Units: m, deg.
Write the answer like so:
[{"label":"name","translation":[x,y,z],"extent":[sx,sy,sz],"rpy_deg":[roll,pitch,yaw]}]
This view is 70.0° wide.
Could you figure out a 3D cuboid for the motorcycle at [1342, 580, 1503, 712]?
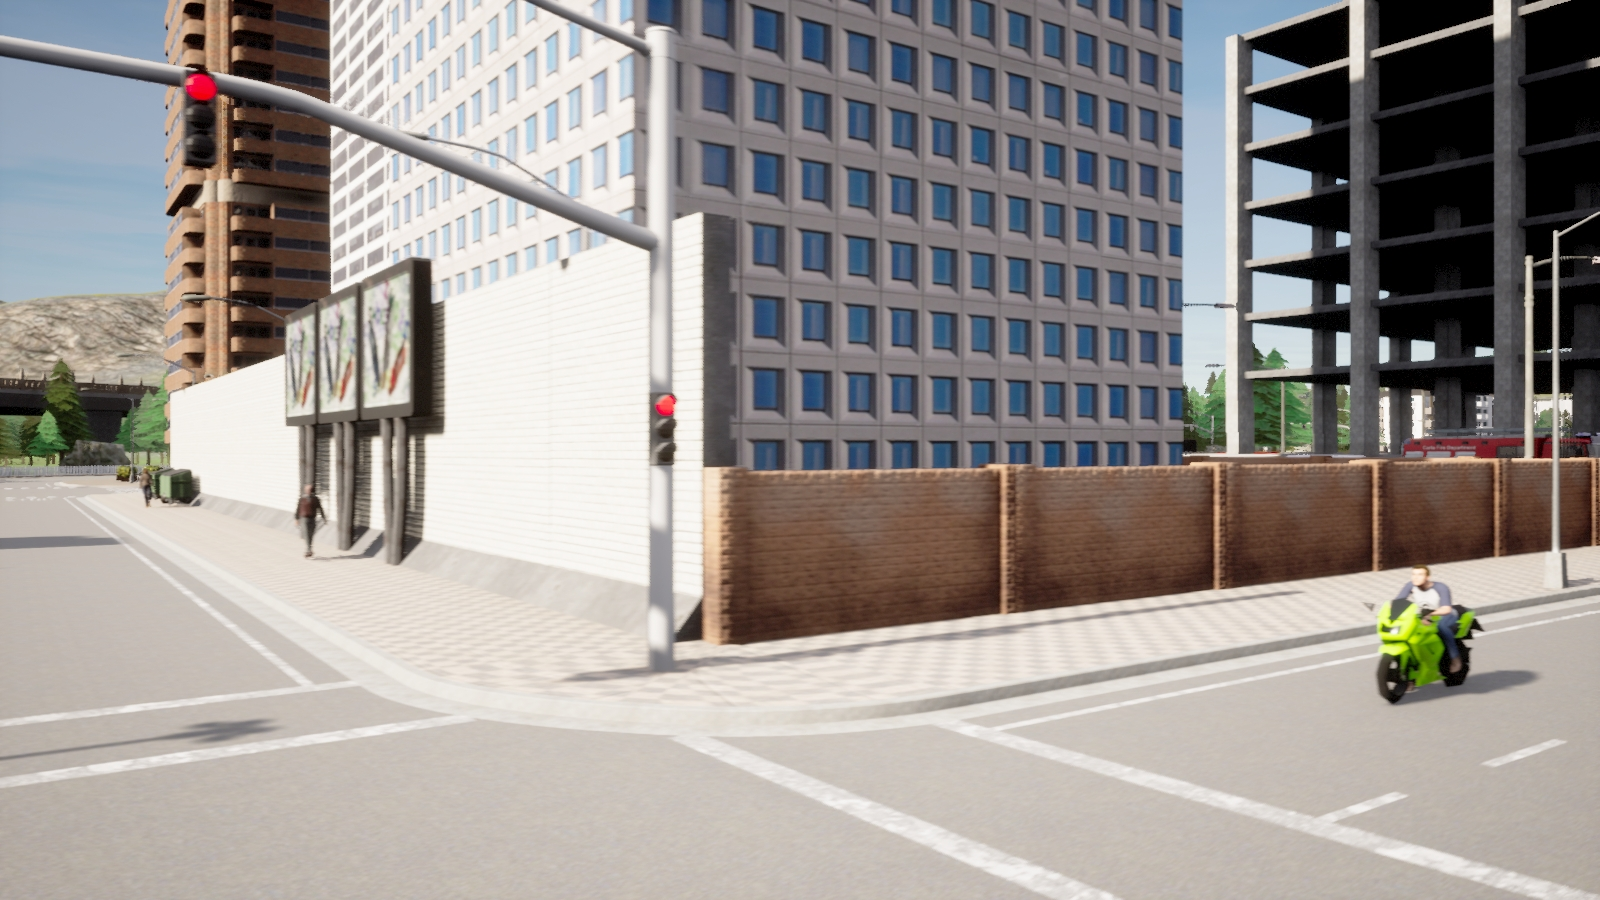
[{"label":"motorcycle","translation":[7.131,2.183,13.053],"extent":[2.033,1.199,0.803],"rpy_deg":[0,0,-35]}]

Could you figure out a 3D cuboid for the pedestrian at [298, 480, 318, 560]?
[{"label":"pedestrian","translation":[-11.665,1.655,27.092],"extent":[0.375,1.860,0.375],"rpy_deg":[0,0,-34]}]

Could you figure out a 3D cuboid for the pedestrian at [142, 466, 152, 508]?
[{"label":"pedestrian","translation":[-29.648,1.674,51.883],"extent":[0.375,1.860,0.375],"rpy_deg":[0,0,-33]}]

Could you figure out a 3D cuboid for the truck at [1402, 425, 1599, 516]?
[{"label":"truck","translation":[32.770,0.878,52.661],"extent":[2.891,3.827,8.468],"rpy_deg":[0,0,-35]}]
